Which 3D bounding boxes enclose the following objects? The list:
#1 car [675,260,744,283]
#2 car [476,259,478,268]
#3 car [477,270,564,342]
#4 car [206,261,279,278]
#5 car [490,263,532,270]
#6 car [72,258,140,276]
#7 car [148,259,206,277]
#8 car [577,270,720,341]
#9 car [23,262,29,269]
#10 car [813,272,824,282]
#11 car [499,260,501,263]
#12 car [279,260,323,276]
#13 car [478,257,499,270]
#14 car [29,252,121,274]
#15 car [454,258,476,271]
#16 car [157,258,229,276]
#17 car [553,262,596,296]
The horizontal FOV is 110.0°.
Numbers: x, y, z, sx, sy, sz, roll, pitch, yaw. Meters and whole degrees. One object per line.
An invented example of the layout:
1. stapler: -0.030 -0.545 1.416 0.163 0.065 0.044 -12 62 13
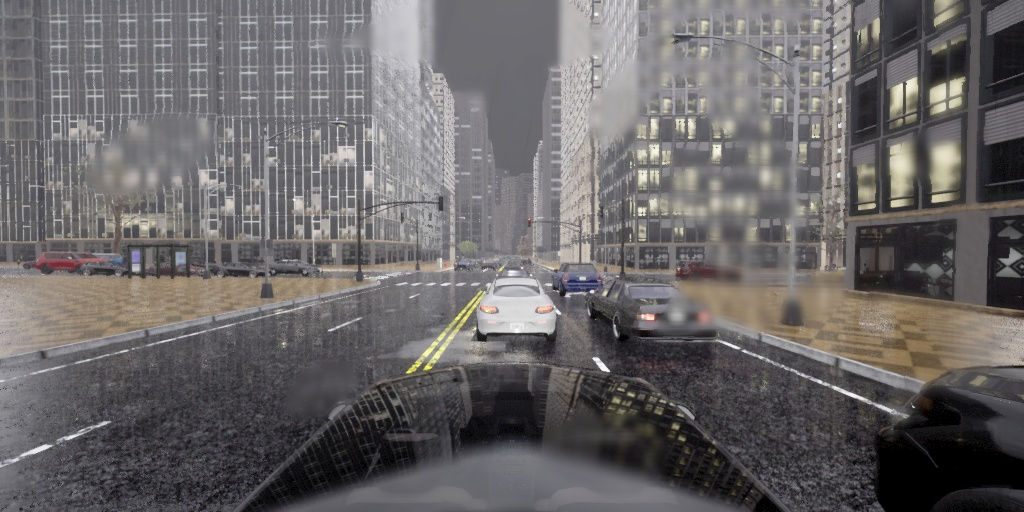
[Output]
1. car: 16.221 1.269 29.727 5.009 1.841 2.192 0 0 1
2. car: -6.530 1.211 58.361 1.837 1.490 4.892 0 0 0
3. car: 0.107 1.272 9.662 1.812 1.442 4.674 0 0 0
4. car: -22.703 1.174 30.293 4.313 1.339 1.948 0 0 1
5. car: 0.116 1.288 18.906 2.033 1.411 5.357 0 0 0
6. car: -34.067 1.069 30.611 4.313 1.339 1.948 0 0 1
7. car: -28.387 1.138 30.432 4.207 1.307 1.802 0 0 1
8. car: 3.360 1.294 9.800 2.033 1.411 5.357 0 0 0
9. car: -50.932 0.793 39.404 4.207 1.307 1.802 0 0 1
10. car: 27.669 1.579 29.518 4.829 1.417 1.751 0 0 1
11. car: -3.268 1.304 61.006 1.895 1.301 4.718 0 0 0
12. car: -19.997 1.080 32.944 4.902 1.511 2.128 1 1 1
13. car: -3.292 1.262 51.245 2.033 1.411 5.357 0 0 0
14. car: -40.604 0.623 33.387 5.566 2.045 2.150 0 1 1
15. car: -6.576 1.068 49.264 2.097 1.767 4.553 0 0 1
16. car: -29.407 0.981 33.146 5.008 1.535 1.882 1 1 1
17. car: 3.367 1.093 19.185 2.097 1.767 4.553 0 0 0
